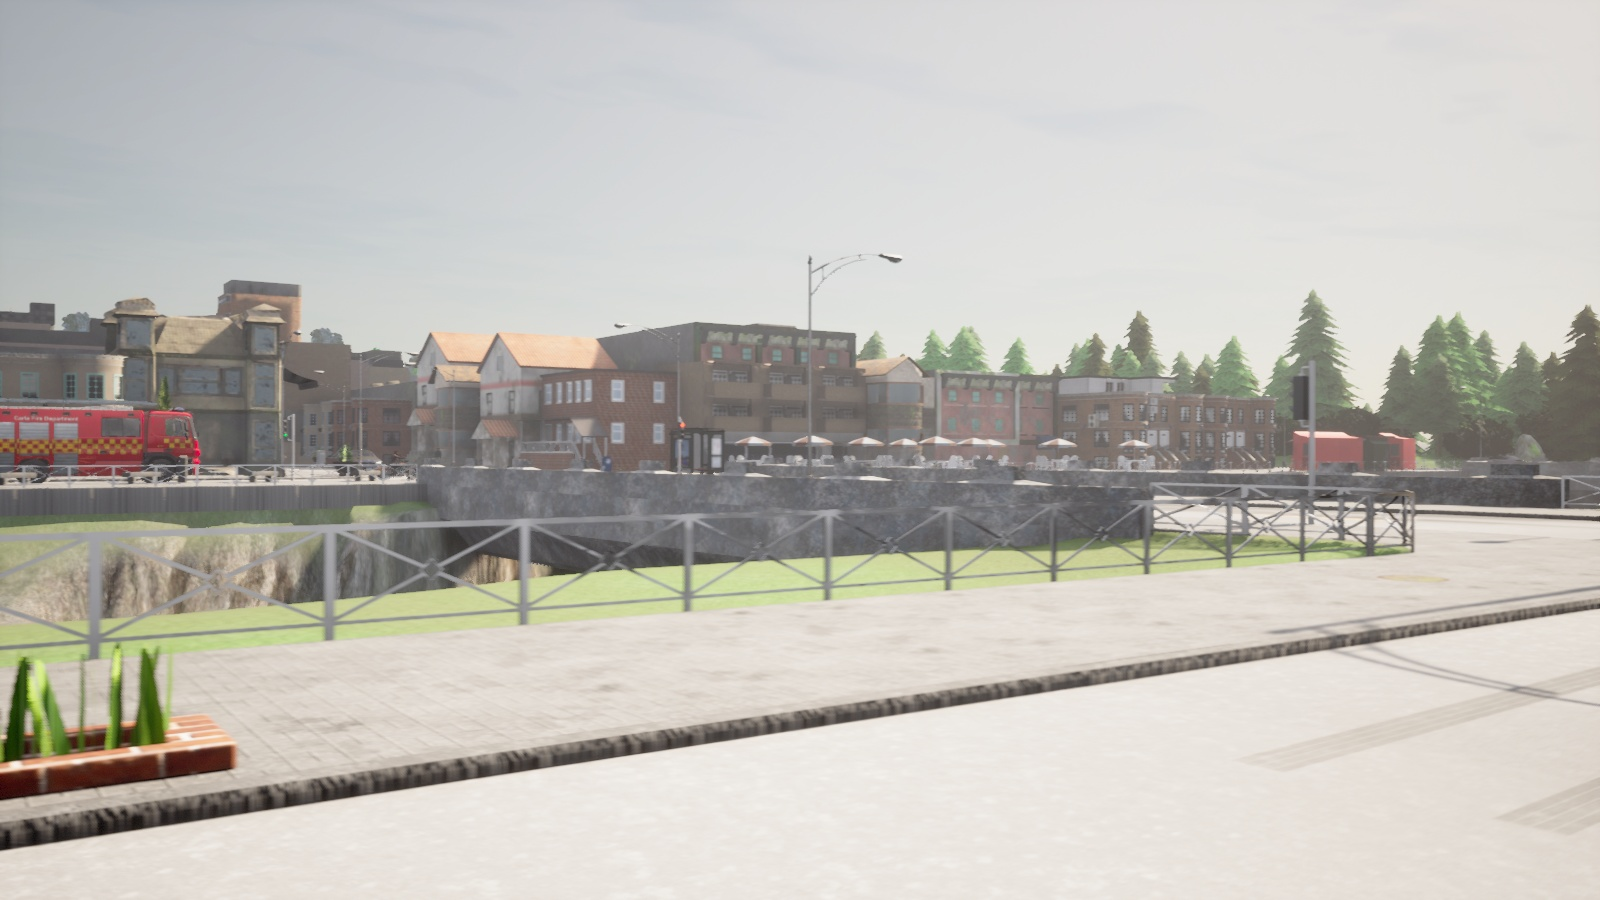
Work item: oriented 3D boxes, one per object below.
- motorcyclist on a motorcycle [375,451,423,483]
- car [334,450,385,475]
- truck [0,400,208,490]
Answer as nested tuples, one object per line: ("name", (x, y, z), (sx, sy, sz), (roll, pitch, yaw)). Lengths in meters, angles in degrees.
("motorcyclist on a motorcycle", (-20.942, 0.900, 65.624), (0.766, 1.649, 2.350), (-1, -1, 43))
("car", (-30.471, 0.866, 86.800), (2.242, 1.667, 4.611), (0, 0, -35))
("truck", (-31.893, -0.212, 57.276), (8.468, 3.827, 2.891), (0, 0, -35))
